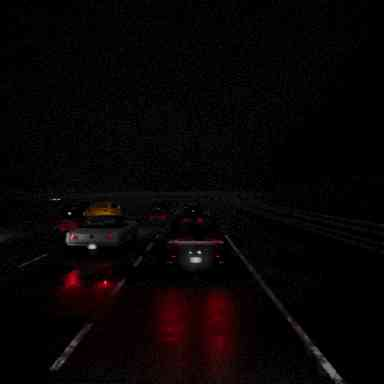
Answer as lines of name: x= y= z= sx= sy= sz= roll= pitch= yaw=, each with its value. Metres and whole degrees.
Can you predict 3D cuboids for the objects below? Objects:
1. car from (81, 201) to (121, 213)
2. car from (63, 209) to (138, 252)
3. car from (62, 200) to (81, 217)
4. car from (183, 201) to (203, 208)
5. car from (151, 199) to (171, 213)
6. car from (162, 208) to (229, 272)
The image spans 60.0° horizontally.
car: x=-6.906 y=1.519 z=26.474 sx=1.882 sy=1.535 sz=5.008 roll=0 pitch=0 yaw=0
car: x=-3.504 y=1.622 z=13.897 sx=1.895 sy=1.301 sz=4.718 roll=0 pitch=0 yaw=0
car: x=-10.407 y=1.553 z=30.695 sx=1.837 sy=1.490 sz=4.892 roll=0 pitch=0 yaw=0
car: x=0.130 y=1.578 z=33.100 sx=1.812 sy=1.442 sz=4.674 roll=0 pitch=0 yaw=1
car: x=-3.509 y=1.551 z=37.639 sx=2.128 sy=1.511 sz=4.902 roll=0 pitch=0 yaw=0
car: x=0.097 y=1.508 z=10.845 sx=2.128 sy=1.511 sz=4.902 roll=0 pitch=0 yaw=0
